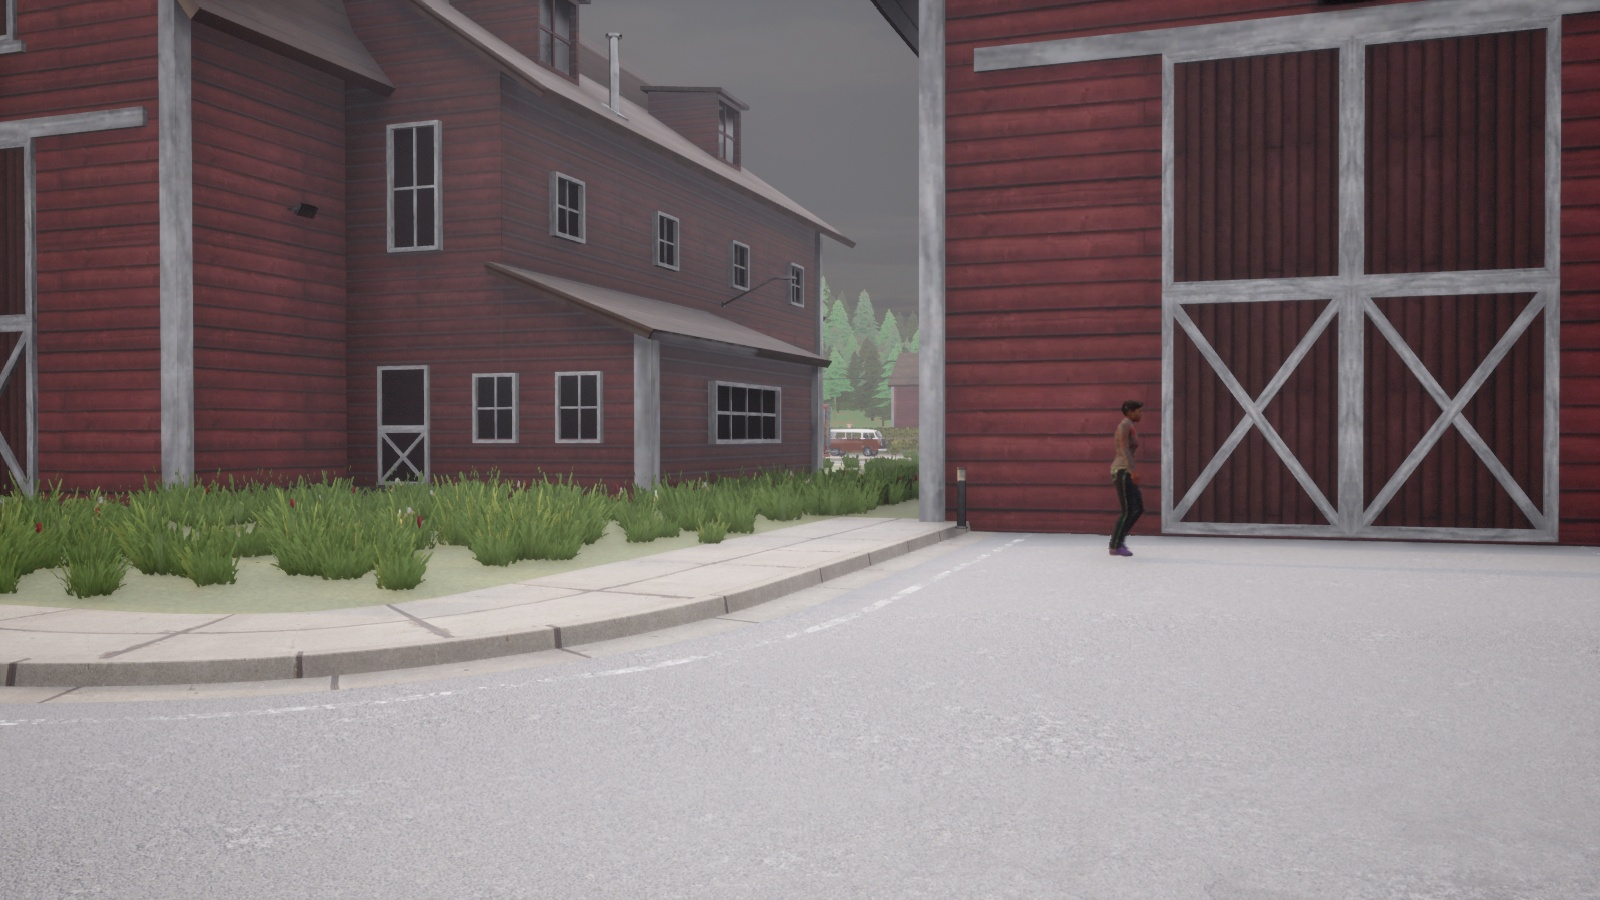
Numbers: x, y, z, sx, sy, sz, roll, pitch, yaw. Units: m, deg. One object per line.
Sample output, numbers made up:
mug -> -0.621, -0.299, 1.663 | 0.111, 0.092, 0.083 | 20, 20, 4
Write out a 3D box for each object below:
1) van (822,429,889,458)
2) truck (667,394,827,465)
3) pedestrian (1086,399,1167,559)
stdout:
van -> 4.053, -0.499, 91.885 | 4.480, 2.038, 2.069 | 0, 1, 19
truck -> -2.970, -1.173, 70.555 | 8.468, 3.827, 2.891 | 1, 1, 19
pedestrian -> 3.746, 0.323, 14.422 | 0.869, 1.805, 0.328 | 1, 1, 17
